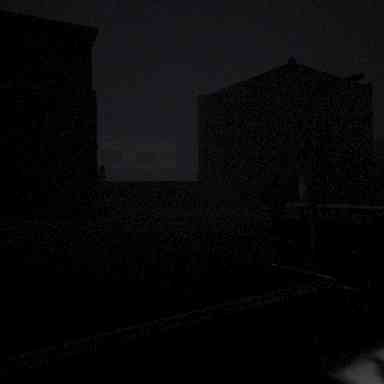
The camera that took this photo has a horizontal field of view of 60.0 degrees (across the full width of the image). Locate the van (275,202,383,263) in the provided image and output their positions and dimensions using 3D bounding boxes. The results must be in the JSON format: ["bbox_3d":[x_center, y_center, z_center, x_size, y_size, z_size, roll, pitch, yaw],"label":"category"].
[{"bbox_3d":[5.259,1.430,12.898,1.878,1.987,4.442,2,-1,-35],"label":"van"}]
